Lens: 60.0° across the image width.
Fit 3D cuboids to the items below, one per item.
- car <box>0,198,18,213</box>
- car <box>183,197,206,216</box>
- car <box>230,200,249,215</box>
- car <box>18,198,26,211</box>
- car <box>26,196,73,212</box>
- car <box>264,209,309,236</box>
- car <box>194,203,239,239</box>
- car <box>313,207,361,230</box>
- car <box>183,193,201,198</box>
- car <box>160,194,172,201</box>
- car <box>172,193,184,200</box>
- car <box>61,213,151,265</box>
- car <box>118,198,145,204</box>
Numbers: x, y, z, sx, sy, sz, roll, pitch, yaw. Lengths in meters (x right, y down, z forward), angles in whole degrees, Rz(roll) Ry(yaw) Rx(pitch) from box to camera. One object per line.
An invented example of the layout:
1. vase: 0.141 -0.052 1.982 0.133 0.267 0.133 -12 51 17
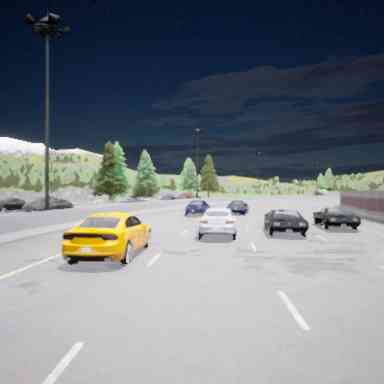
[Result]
1. car: -20.148 1.417 36.398 1.837 1.490 4.892 0 0 14
2. car: 0.596 1.505 32.114 1.812 1.442 4.674 0 0 13
3. car: 4.739 1.555 34.196 1.994 1.385 4.181 0 0 15
4. car: -16.416 1.276 36.890 2.097 1.767 4.553 0 0 14
5. car: -13.740 1.439 33.069 1.837 1.490 4.892 0 0 13
6. car: 5.049 1.604 18.409 1.895 1.301 4.718 0 0 8
7. car: 1.380 1.518 17.248 1.812 1.442 4.674 0 0 7
8. car: 9.016 1.614 21.150 1.895 1.301 4.718 0 0 9
9. car: 0.690 1.450 72.121 2.128 1.511 4.902 0 0 27
10. car: -5.424 1.255 75.532 2.097 1.767 4.553 0 0 27
11. car: -1.576 1.140 75.319 2.150 2.045 5.566 0 0 27
12. car: -2.749 1.461 11.762 1.882 1.535 5.008 0 0 5
13. car: -7.683 1.494 42.562 2.033 1.411 5.357 0 0 17
